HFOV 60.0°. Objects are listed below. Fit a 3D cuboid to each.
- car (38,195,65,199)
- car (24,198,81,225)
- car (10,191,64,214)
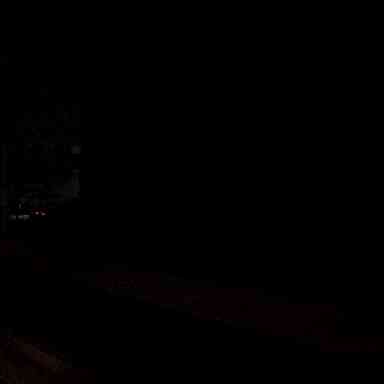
[{"bbox_3d":[-11.305,1.299,30.793,1.812,1.442,4.674,1,0,34],"label":"car"},{"bbox_3d":[-8.188,1.380,22.881,2.033,1.411,5.357,1,0,39],"label":"car"},{"bbox_3d":[-14.768,0.966,31.832,2.150,2.045,5.566,1,0,34],"label":"car"}]
